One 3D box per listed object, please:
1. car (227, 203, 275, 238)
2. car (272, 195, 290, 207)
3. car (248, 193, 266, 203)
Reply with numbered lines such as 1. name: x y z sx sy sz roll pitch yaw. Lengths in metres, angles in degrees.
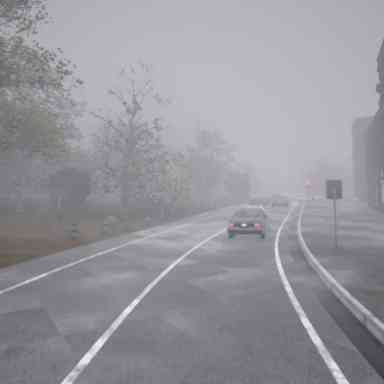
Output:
1. car: 3.150 1.571 17.949 2.033 1.411 5.357 -1 0 17
2. car: 11.046 1.009 41.326 1.994 1.385 4.181 -2 3 19
3. car: 8.959 0.954 45.627 1.882 1.535 5.008 -1 1 20
